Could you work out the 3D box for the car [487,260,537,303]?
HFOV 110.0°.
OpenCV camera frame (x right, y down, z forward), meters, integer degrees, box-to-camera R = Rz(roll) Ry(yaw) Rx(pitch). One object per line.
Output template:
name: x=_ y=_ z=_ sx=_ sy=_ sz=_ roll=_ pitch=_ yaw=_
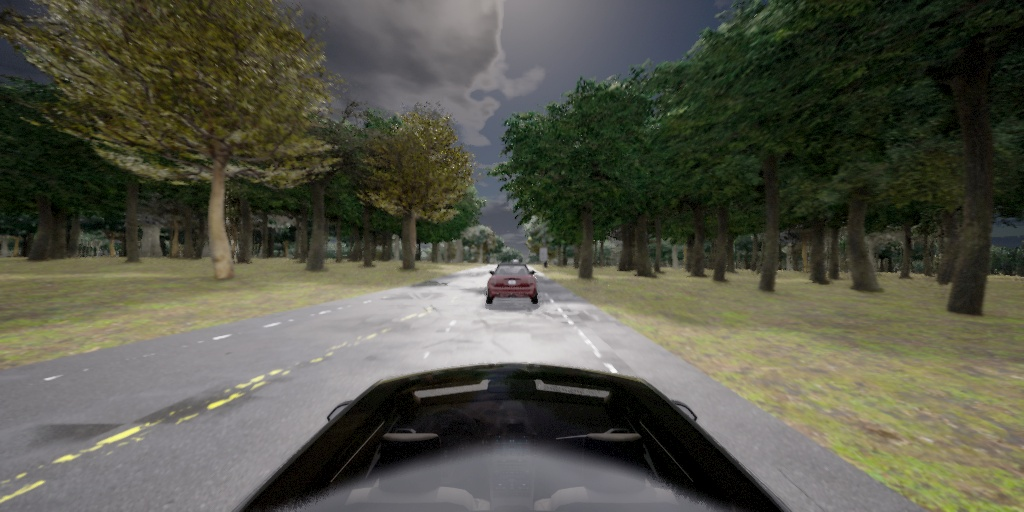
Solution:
car: x=0.006 y=1.075 z=16.577 sx=2.097 sy=1.767 sz=4.553 roll=0 pitch=0 yaw=0
